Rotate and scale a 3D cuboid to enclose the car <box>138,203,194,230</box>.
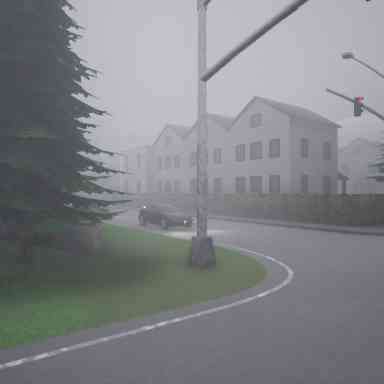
[{"bbox_3d":[-1.790,1.493,21.408,1.837,1.490,4.892,0,0,-35],"label":"car"}]
